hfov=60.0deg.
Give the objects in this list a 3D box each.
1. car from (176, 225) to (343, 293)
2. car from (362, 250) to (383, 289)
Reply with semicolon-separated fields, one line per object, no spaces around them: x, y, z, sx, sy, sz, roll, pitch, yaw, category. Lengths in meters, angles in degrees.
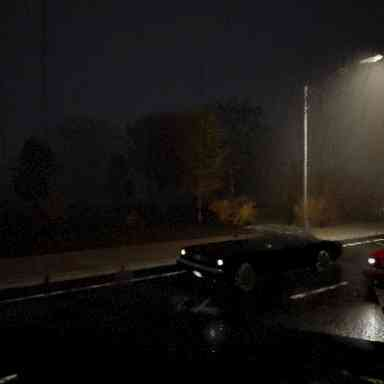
1.956;1.598;9.004;4.718;1.301;1.895;0;0;-35;car
6.127;1.599;7.946;4.718;1.301;1.895;0;0;-35;car
